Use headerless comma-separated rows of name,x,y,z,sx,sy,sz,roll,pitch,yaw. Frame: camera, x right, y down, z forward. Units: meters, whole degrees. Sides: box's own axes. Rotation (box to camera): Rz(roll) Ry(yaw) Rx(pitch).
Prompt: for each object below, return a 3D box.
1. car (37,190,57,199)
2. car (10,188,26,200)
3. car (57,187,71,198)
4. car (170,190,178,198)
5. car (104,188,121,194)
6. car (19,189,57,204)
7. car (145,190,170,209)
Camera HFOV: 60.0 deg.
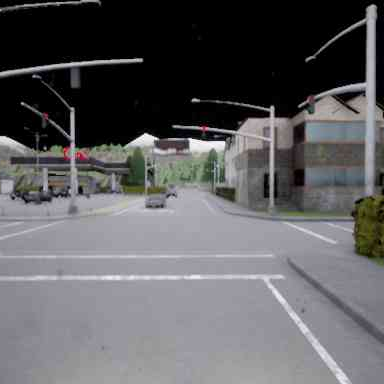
car,-25.934,0.369,59.523,1.970,1.475,3.806,0,1,0
car,-25.875,0.273,51.040,1.932,1.855,4.605,0,1,0
car,-22.608,0.097,58.914,1.905,1.878,3.866,0,1,0
car,-3.482,0.274,58.744,2.033,1.411,5.357,0,1,0
car,-22.143,-0.175,92.917,4.611,1.667,2.242,0,1,0
car,-18.910,0.672,41.052,2.007,1.523,4.514,0,1,0
car,-3.490,0.901,32.951,1.837,1.490,4.892,0,3,0
